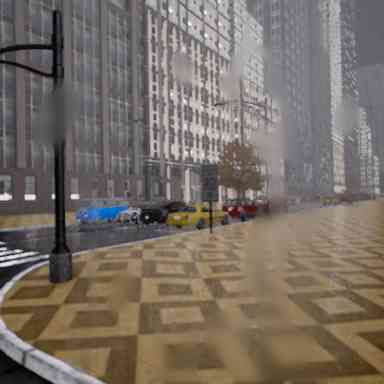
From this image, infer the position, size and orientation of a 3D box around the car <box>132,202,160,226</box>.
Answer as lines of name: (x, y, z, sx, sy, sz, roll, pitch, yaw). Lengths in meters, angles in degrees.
car: (-1.166, 1.309, 21.237, 1.882, 1.535, 5.008, -2, -1, 36)

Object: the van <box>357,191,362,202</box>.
van: (29.079, 0.879, 60.372, 1.690, 1.788, 3.998, -2, -1, 35)

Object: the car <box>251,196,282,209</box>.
car: (9.349, 1.273, 41.414, 1.882, 1.535, 5.008, -2, -1, 35)

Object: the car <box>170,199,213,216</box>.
car: (0.047, 1.449, 32.605, 1.752, 1.417, 4.829, -1, -1, 35)

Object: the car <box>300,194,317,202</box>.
car: (22.425, 1.189, 64.945, 1.967, 1.590, 4.097, -2, -1, 35)

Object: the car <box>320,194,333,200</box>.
car: (31.977, 1.227, 78.743, 1.887, 1.381, 4.507, -2, -1, 35)

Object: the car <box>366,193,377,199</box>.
car: (45.048, 0.979, 83.279, 2.008, 1.369, 4.403, -2, -1, 35)

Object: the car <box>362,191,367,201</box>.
car: (32.275, 0.955, 64.952, 1.967, 1.590, 4.097, -2, -1, 35)

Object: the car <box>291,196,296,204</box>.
car: (16.060, 1.346, 55.744, 2.008, 1.369, 4.403, -1, -1, 35)

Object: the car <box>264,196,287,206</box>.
car: (12.877, 1.364, 51.144, 1.887, 1.381, 4.507, -1, -1, 35)

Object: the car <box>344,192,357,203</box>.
car: (25.875, 1.002, 55.798, 1.967, 1.590, 4.097, -2, -1, 35)

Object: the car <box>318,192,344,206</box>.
car: (19.612, 1.134, 46.757, 1.752, 1.417, 4.829, -1, -1, 35)

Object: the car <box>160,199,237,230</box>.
car: (0.535, 1.294, 19.211, 1.752, 1.417, 4.829, -1, -1, 35)

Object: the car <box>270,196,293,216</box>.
car: (6.795, 1.295, 28.256, 1.802, 1.307, 4.206, -1, -1, 35)

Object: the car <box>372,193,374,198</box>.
car: (38.693, 1.035, 74.094, 1.947, 1.339, 4.313, -2, -1, 35)

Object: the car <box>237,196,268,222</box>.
car: (3.615, 1.181, 23.664, 1.967, 1.590, 4.097, -1, -1, 35)

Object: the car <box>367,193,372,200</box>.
car: (35.473, 0.807, 69.530, 2.192, 1.841, 5.009, -2, -1, 35)

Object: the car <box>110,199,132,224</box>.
car: (-3.182, 1.429, 23.362, 1.812, 1.442, 4.674, -2, -1, 35)

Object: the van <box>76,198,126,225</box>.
van: (-6.226, 1.321, 23.546, 1.690, 1.788, 3.998, -1, -1, 35)

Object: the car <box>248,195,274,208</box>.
car: (9.692, 1.285, 46.545, 1.967, 1.590, 4.097, -1, -1, 35)
